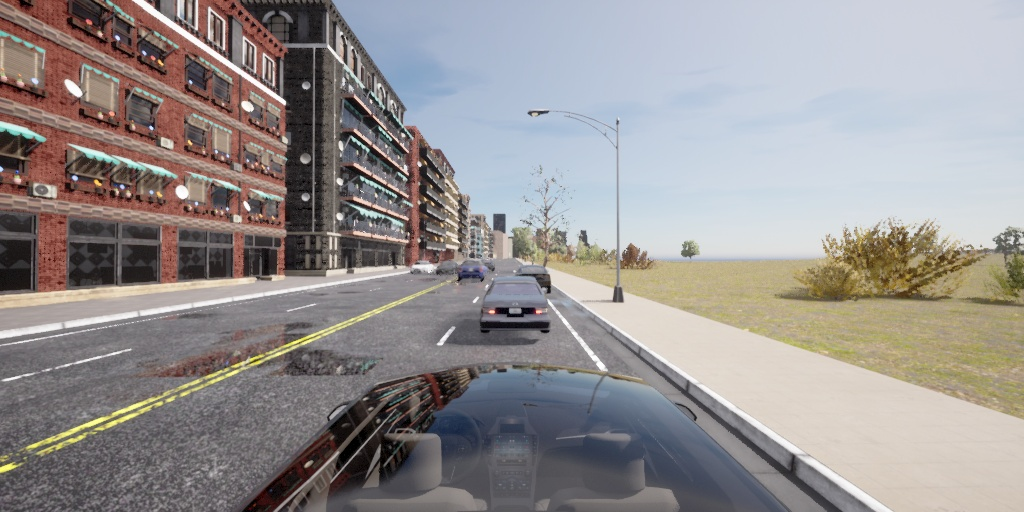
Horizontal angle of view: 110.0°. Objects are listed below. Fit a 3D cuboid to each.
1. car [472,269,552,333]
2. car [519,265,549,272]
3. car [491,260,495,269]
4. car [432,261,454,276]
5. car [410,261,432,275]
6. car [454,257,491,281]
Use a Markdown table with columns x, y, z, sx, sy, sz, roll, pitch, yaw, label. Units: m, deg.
| x | y | z | sx | sy | sz | roll | pitch | yaw | label |
| --- | --- | --- | --- | --- | --- | --- | --- | --- | --- |
| 0.093 | 1.298 | 10.694 | 2.033 | 1.411 | 5.357 | 0 | 0 | 0 | car |
| 1.114 | 1.229 | 20.458 | 1.882 | 1.535 | 5.008 | 0 | 0 | 0 | car |
| -3.207 | 1.239 | 47.081 | 2.128 | 1.511 | 4.902 | 0 | 0 | 0 | car |
| -6.647 | 1.254 | 37.263 | 1.837 | 1.490 | 4.892 | 0 | 0 | 0 | car |
| -9.899 | 1.274 | 39.760 | 1.812 | 1.442 | 4.674 | 0 | 0 | 0 | car |
| -3.186 | 1.104 | 29.852 | 2.097 | 1.767 | 4.553 | 0 | 0 | 0 | car |
